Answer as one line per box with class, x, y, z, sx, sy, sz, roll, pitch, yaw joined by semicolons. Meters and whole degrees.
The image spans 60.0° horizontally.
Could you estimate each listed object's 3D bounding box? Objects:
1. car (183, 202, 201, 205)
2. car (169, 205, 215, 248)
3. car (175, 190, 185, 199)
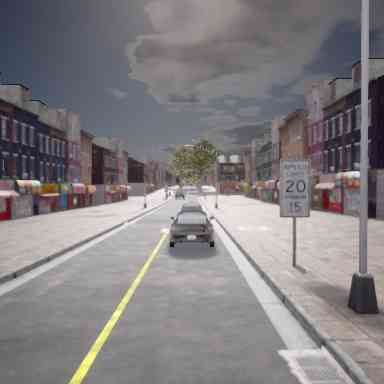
car;0.000;1.549;29.681;1.895;1.301;4.718;0;0;0
car;0.000;1.512;14.650;1.812;1.442;4.674;0;0;0
car;-2.750;0.613;76.687;2.150;2.045;5.566;0;2;0
